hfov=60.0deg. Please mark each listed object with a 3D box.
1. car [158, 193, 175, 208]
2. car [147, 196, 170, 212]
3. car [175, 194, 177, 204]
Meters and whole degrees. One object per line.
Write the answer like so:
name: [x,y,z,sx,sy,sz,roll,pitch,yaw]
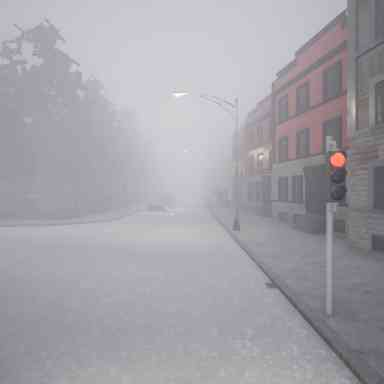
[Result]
car: [-4.121,1.217,49.646,2.150,2.045,5.566,0,1,0]
car: [-4.121,1.547,39.391,2.033,1.411,5.357,0,0,0]
car: [-4.063,1.223,63.965,2.150,2.045,5.566,0,0,0]
